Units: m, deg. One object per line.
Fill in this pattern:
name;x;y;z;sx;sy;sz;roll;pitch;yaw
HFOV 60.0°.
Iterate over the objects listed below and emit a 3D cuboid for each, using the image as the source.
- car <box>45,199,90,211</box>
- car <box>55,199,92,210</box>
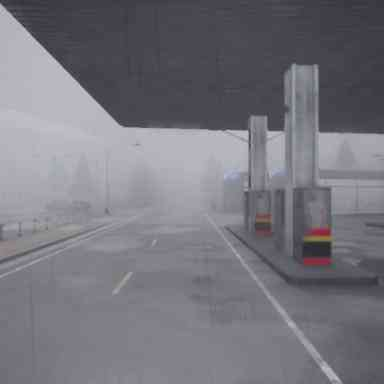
car;-16.580;1.745;43.699;5.027;1.636;2.152;0;-1;-1
car;-16.661;1.783;46.835;4.514;1.523;2.007;0;-1;-1
